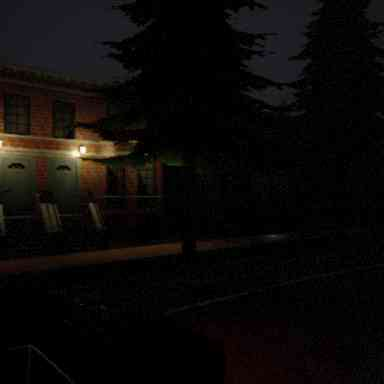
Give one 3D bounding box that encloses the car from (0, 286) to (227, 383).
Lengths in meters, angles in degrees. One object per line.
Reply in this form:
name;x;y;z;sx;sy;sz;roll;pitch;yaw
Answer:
car;-2.094;1.600;2.469;4.718;1.301;1.895;0;0;-35
